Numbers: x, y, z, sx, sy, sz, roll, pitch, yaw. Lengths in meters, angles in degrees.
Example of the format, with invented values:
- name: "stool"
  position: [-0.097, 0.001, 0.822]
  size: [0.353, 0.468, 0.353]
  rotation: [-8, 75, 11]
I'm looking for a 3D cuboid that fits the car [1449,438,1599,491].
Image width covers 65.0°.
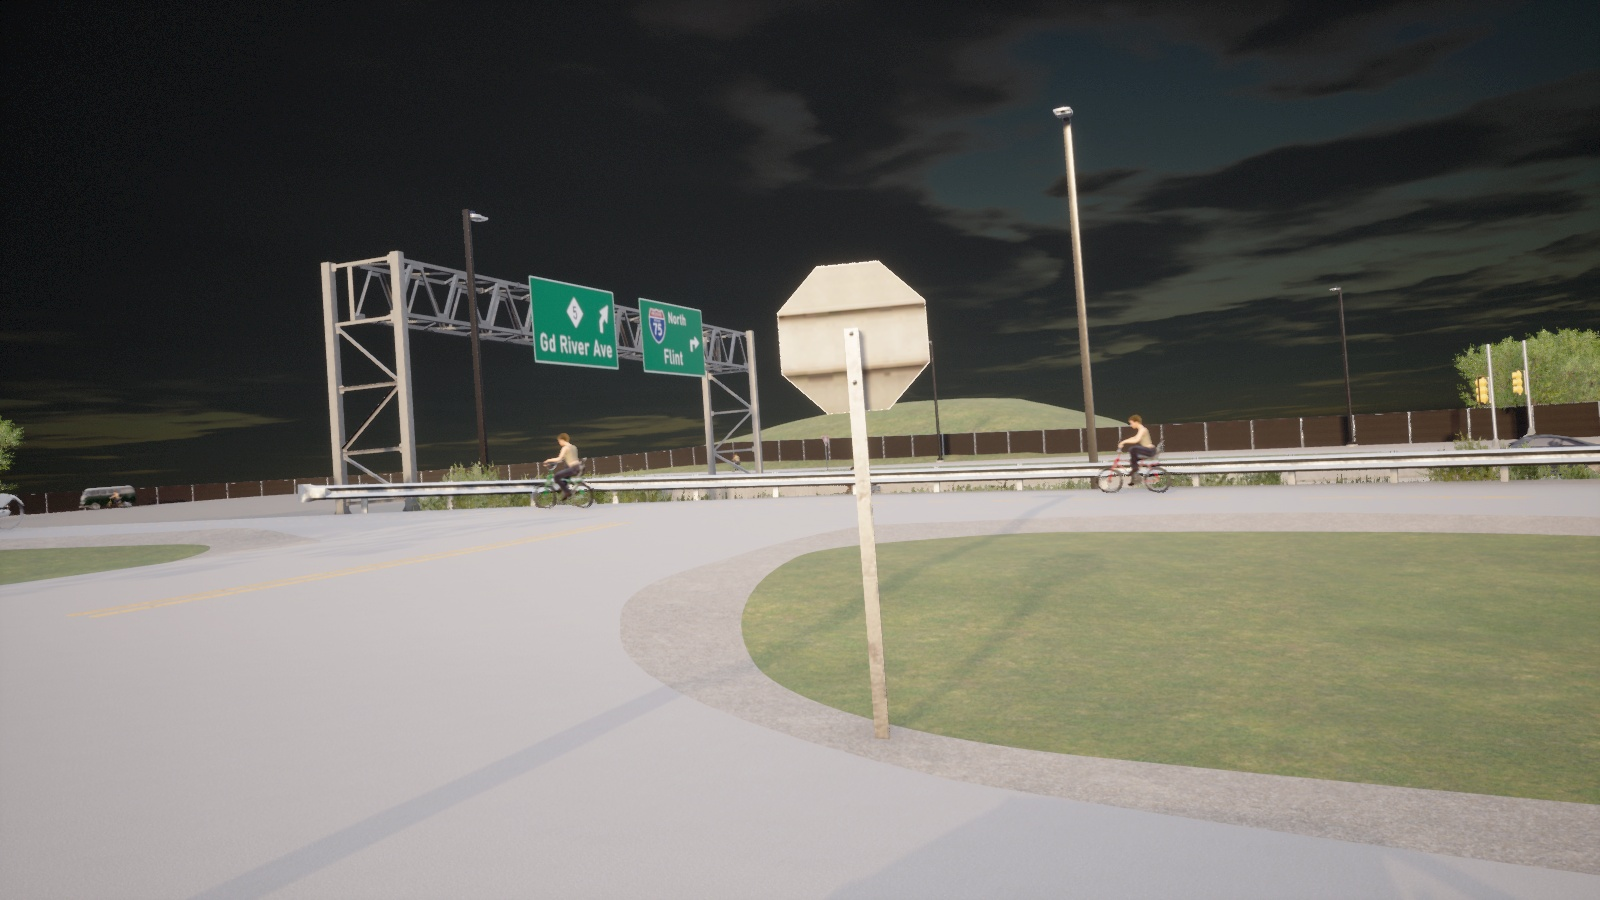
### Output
- name: "car"
  position: [22.067, 0.417, 37.867]
  size: [4.181, 1.385, 1.994]
  rotation: [-3, 0, 21]

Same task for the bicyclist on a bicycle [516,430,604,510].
- name: "bicyclist on a bicycle"
  position: [-5.074, 0.419, 26.575]
  size: [1.509, 1.612, 0.866]
  rotation: [-2, 2, 25]

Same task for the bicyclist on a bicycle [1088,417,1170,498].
- name: "bicyclist on a bicycle"
  position: [6.747, 0.148, 25.734]
  size: [1.509, 1.612, 0.866]
  rotation: [-1, 1, 21]

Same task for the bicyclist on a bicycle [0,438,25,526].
- name: "bicyclist on a bicycle"
  position: [-17.022, 0.670, 25.691]
  size: [1.843, 1.776, 0.659]
  rotation: [-1, -1, -13]
